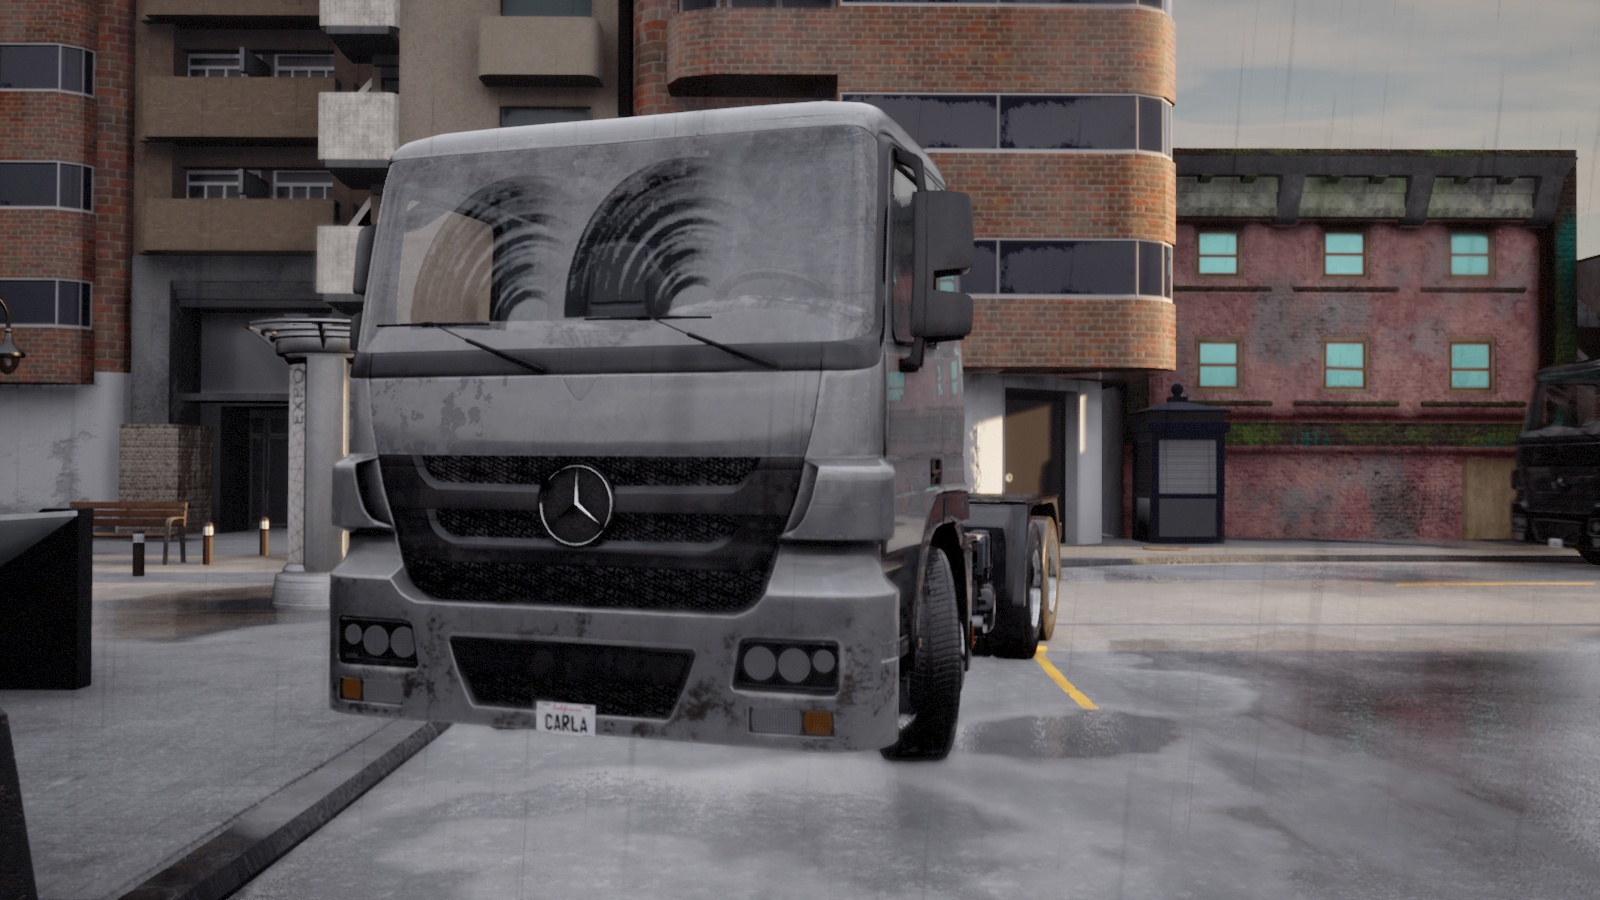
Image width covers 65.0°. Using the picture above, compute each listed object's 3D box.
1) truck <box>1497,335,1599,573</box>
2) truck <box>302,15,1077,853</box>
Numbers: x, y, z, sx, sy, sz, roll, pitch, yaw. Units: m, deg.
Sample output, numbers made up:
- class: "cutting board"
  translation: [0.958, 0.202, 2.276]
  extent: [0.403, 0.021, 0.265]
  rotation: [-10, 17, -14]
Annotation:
- class: "truck"
  translation: [15.623, 0.060, 19.544]
  extent: [7.936, 3.462, 2.891]
  rotation: [0, -1, -1]
- class: "truck"
  translation: [0.196, -0.032, 9.407]
  extent: [2.891, 3.462, 7.936]
  rotation: [0, -1, 18]
